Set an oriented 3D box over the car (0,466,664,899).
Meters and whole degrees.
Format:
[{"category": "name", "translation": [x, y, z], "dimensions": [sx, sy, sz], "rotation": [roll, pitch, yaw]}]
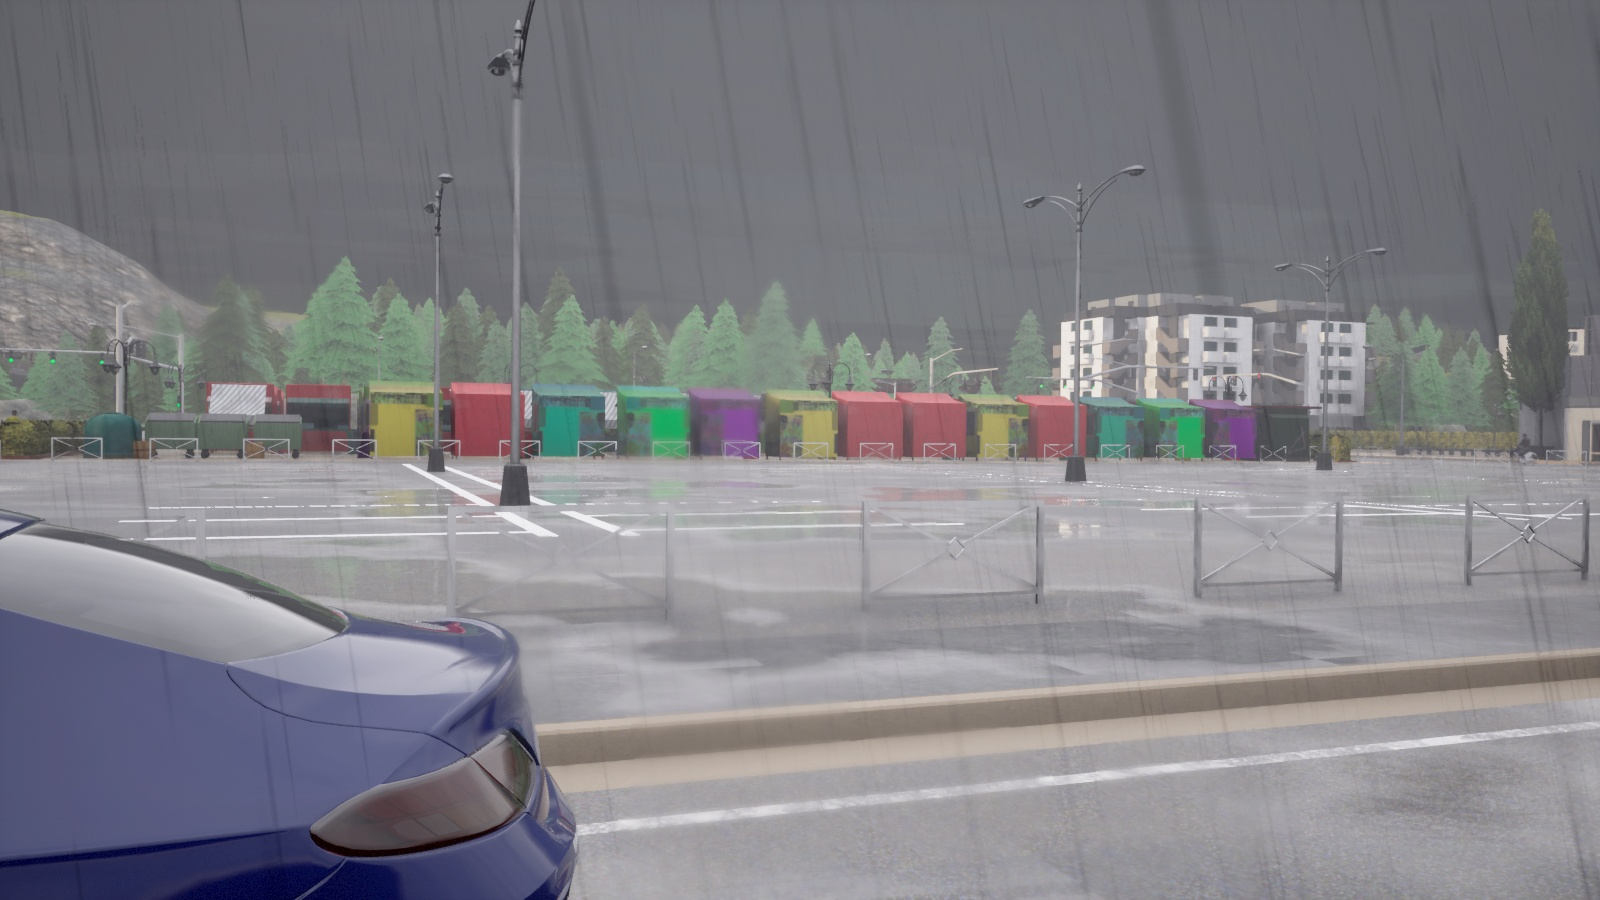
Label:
[{"category": "car", "translation": [-2.743, 0.818, 2.198], "dimensions": [4.674, 1.442, 1.812], "rotation": [-1, 1, -21]}]
